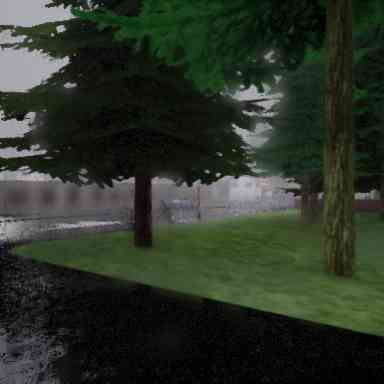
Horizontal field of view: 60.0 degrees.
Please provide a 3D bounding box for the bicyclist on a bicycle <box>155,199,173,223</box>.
[{"bbox_3d":[-1.959,1.327,23.249,1.656,1.620,0.582,0,0,36],"label":"bicyclist on a bicycle"}]

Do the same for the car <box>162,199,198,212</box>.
[{"bbox_3d":[-1.255,1.513,38.658,2.033,1.411,5.357,0,0,36],"label":"car"}]
